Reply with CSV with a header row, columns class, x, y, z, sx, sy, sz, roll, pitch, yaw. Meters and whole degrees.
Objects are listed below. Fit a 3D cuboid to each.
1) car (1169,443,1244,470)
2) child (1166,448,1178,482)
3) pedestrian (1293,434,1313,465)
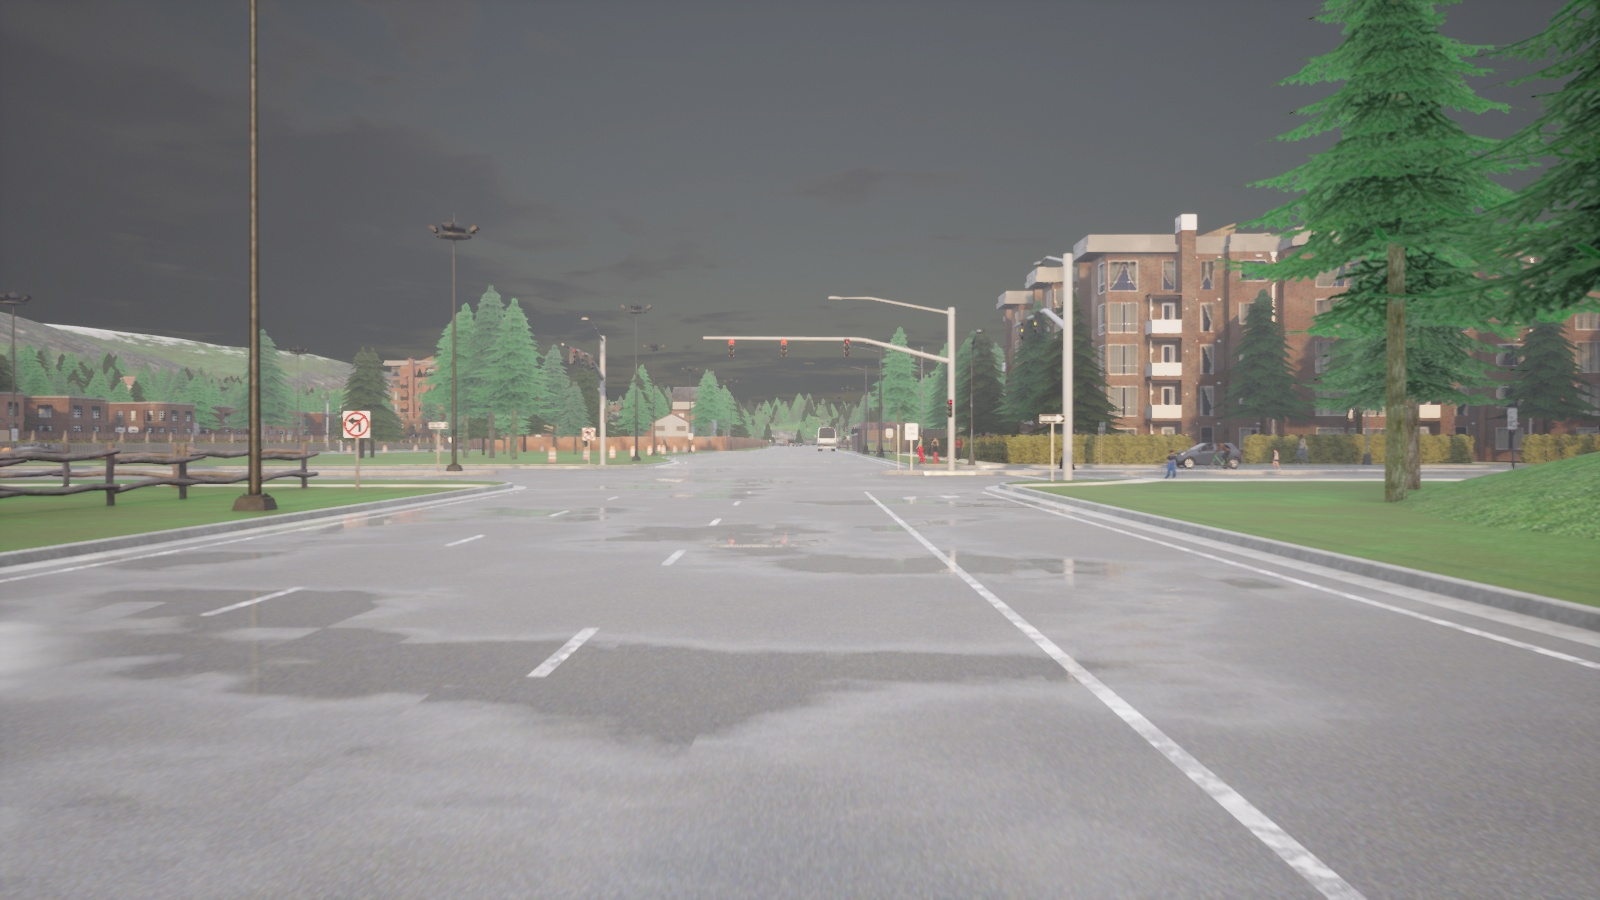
class,x,y,z,sx,sy,sz,roll,pitch,yaw
car,22.887,0.380,70.724,3.633,1.501,1.845,0,0,0
child,13.957,0.571,47.148,0.270,1.263,0.437,0,0,-9
pedestrian,31.022,-0.026,77.465,0.900,1.855,0.874,0,0,0
